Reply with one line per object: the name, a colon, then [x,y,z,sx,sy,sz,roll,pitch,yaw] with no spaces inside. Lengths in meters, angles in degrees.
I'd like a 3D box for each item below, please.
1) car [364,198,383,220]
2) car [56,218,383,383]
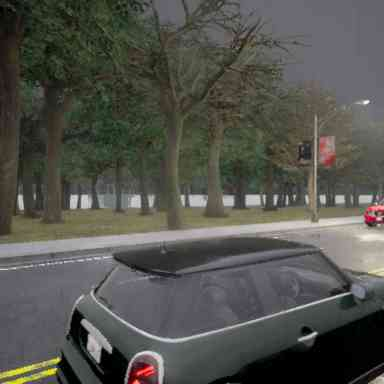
car: [13.261,1.254,21.207,5.566,2.045,2.150,0,0,-36]
car: [0.887,1.354,4.079,4.553,1.767,2.097,0,0,-36]
